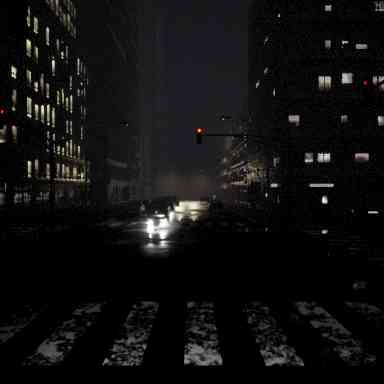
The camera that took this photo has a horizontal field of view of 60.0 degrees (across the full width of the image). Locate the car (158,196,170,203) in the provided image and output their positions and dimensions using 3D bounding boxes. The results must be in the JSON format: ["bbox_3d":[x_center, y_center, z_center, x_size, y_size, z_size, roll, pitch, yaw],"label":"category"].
[{"bbox_3d":[-5.584,1.528,66.944,1.887,1.381,4.507,-1,0,0],"label":"car"}]

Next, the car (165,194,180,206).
[{"bbox_3d":[-2.999,1.339,50.448,2.097,1.767,4.553,0,0,0],"label":"car"}]

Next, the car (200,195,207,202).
[{"bbox_3d":[2.805,1.422,72.585,1.967,1.590,4.097,-1,0,0],"label":"car"}]

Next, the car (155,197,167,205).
[{"bbox_3d":[-5.594,1.567,61.290,1.802,1.307,4.206,-1,0,0],"label":"car"}]

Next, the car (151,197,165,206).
[{"bbox_3d":[-5.604,1.530,55.635,1.887,1.381,4.507,-1,0,0],"label":"car"}]

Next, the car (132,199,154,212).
[{"bbox_3d":[-5.635,1.555,38.672,1.947,1.339,4.313,-1,0,0],"label":"car"}]

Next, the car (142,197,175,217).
[{"bbox_3d":[-3.046,1.482,30.999,2.128,1.511,4.902,0,0,0],"label":"car"}]

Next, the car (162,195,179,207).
[{"bbox_3d":[-3.023,1.480,40.484,2.128,1.511,4.902,0,0,0],"label":"car"}]

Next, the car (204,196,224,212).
[{"bbox_3d":[2.745,1.540,38.657,2.008,1.369,4.403,-1,0,0],"label":"car"}]

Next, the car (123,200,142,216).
[{"bbox_3d":[-5.646,1.516,32.847,1.752,1.417,4.829,-1,0,0],"label":"car"}]

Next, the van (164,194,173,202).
[{"bbox_3d":[-5.567,1.322,78.254,1.690,1.788,3.998,-1,0,0],"label":"van"}]
